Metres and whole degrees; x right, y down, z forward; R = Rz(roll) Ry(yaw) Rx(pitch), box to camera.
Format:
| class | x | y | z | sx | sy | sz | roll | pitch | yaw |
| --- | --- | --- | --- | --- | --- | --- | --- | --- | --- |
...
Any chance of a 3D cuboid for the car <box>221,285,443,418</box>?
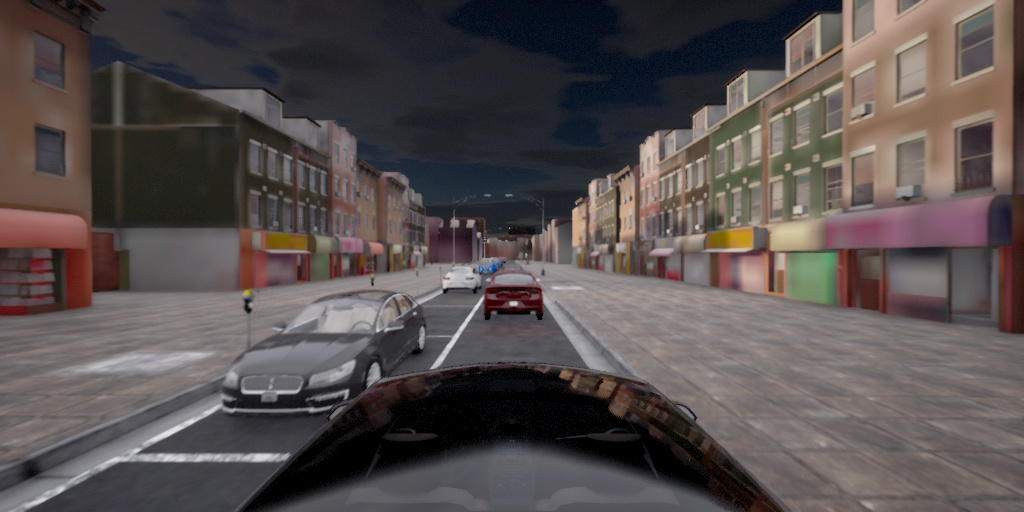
| class | x | y | z | sx | sy | sz | roll | pitch | yaw |
| --- | --- | --- | --- | --- | --- | --- | --- | --- | --- |
| car | -2.643 | 1.304 | 6.088 | 2.007 | 1.370 | 4.403 | 0 | 0 | 0 |

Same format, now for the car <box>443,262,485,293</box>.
| class | x | y | z | sx | sy | sz | roll | pitch | yaw |
| --- | --- | --- | --- | --- | --- | --- | --- | --- | --- |
| car | -2.778 | 1.292 | 20.546 | 1.812 | 1.442 | 4.674 | 0 | 0 | 0 |

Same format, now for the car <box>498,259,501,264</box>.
| class | x | y | z | sx | sy | sz | roll | pitch | yaw |
| --- | --- | --- | --- | --- | --- | --- | --- | --- | --- |
| car | -2.703 | 1.360 | 44.125 | 1.948 | 1.339 | 4.313 | 0 | 0 | 0 |

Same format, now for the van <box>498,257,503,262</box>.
| class | x | y | z | sx | sy | sz | roll | pitch | yaw |
| --- | --- | --- | --- | --- | --- | --- | --- | --- | --- |
| van | -2.721 | 1.152 | 54.992 | 1.690 | 1.789 | 3.998 | 0 | 0 | 0 |

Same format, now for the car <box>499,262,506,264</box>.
| class | x | y | z | sx | sy | sz | roll | pitch | yaw |
| --- | --- | --- | --- | --- | --- | --- | --- | --- | --- |
| car | 0.041 | 1.375 | 29.043 | 1.895 | 1.301 | 4.718 | 0 | 0 | 0 |

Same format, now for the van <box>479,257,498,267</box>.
| class | x | y | z | sx | sy | sz | roll | pitch | yaw |
| --- | --- | --- | --- | --- | --- | --- | --- | --- | --- |
| van | -2.695 | 1.128 | 38.691 | 1.690 | 1.789 | 3.998 | 0 | 0 | 0 |

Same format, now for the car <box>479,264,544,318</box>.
| class | x | y | z | sx | sy | sz | roll | pitch | yaw |
| --- | --- | --- | --- | --- | --- | --- | --- | --- | --- |
| car | 0.056 | 1.236 | 12.963 | 1.882 | 1.535 | 5.008 | 0 | 0 | 0 |
